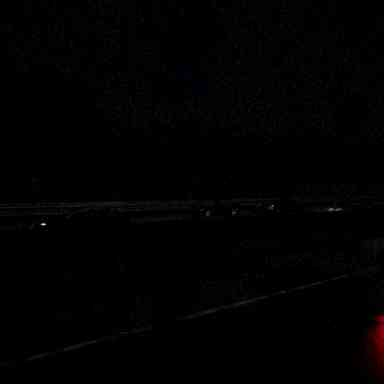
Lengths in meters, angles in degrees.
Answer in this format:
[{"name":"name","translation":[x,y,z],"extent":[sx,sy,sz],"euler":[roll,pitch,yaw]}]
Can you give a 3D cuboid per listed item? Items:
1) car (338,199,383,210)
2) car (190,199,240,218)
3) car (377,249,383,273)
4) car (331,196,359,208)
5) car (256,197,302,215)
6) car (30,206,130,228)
[{"name":"car","translation":[13.982,1.495,26.561],"extent":[4.181,1.385,1.994],"euler":[0,0,-35]},{"name":"car","translation":[2.137,1.455,30.241],"extent":[5.008,1.535,1.882],"euler":[0,0,-38]},{"name":"car","translation":[6.830,1.601,8.551],"extent":[4.718,1.301,1.895],"euler":[0,0,-35]},{"name":"car","translation":[20.193,1.279,43.621],"extent":[4.902,1.511,2.128],"euler":[-1,0,-35]},{"name":"car","translation":[8.076,1.300,30.867],"extent":[4.553,1.767,2.097],"euler":[0,0,-35]},{"name":"car","translation":[-5.609,1.490,17.159],"extent":[4.902,1.511,2.128],"euler":[0,0,-35]}]
